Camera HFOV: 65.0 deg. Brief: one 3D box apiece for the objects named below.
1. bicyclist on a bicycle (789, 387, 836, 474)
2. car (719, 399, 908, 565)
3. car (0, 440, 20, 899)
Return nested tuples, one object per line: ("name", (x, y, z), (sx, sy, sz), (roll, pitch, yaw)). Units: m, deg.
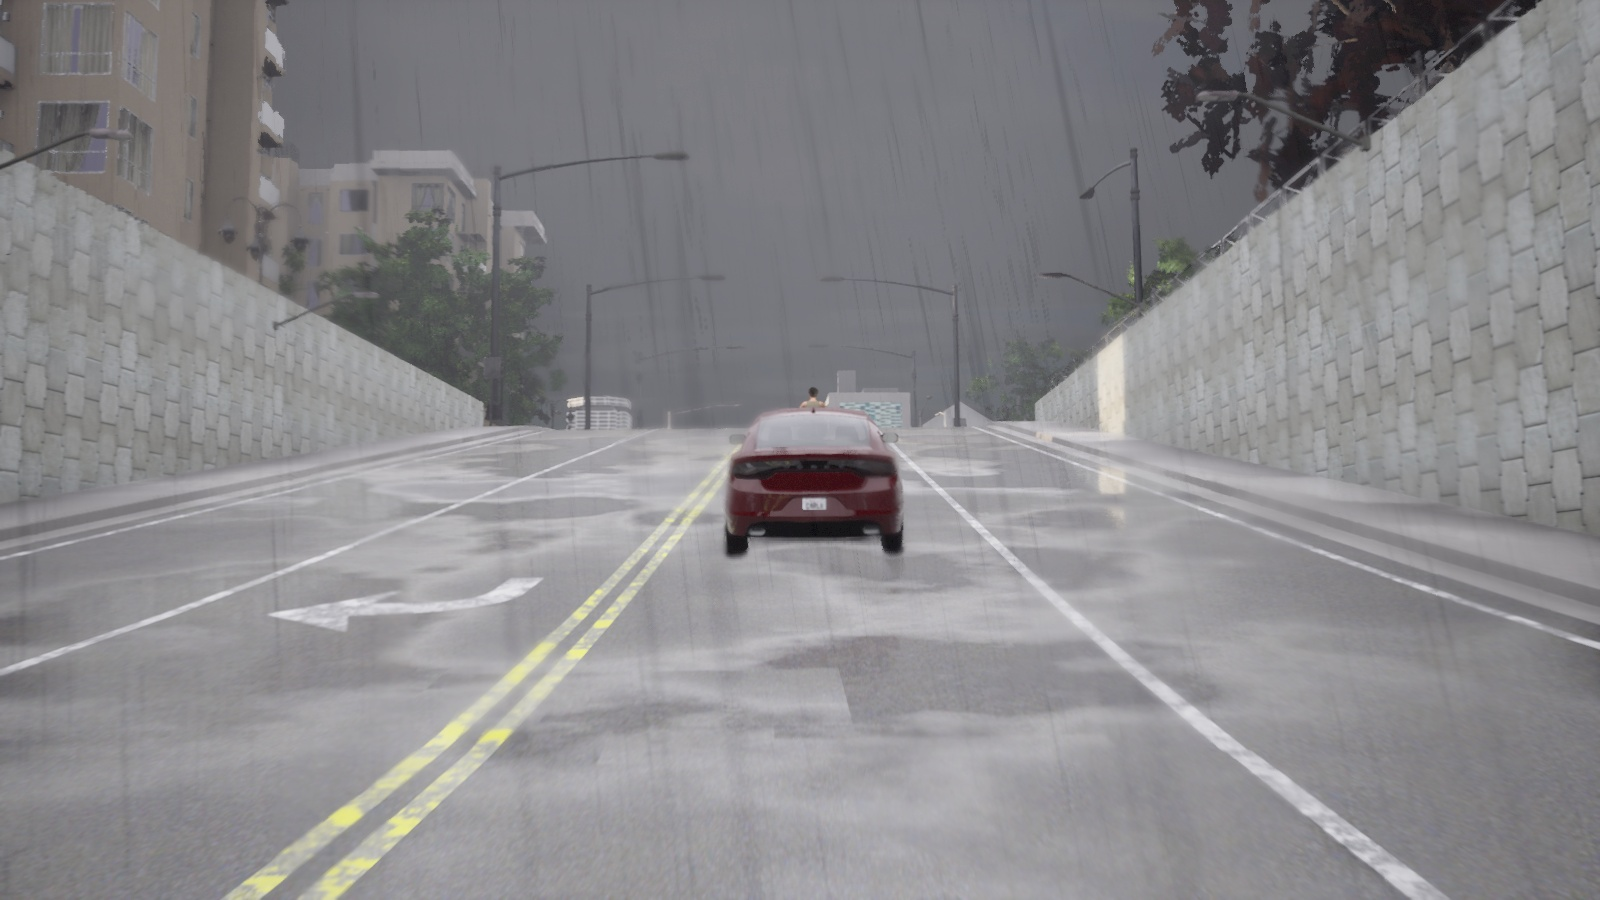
("bicyclist on a bicycle", (0.248, -0.407, 24.276), (0.866, 1.612, 1.509), (0, 3, 1))
("car", (0.162, 0.223, 15.109), (1.882, 1.535, 5.008), (0, 4, 1))
("car", (-3.465, 0.712, 2.065), (1.970, 1.475, 3.806), (0, 0, 1))
